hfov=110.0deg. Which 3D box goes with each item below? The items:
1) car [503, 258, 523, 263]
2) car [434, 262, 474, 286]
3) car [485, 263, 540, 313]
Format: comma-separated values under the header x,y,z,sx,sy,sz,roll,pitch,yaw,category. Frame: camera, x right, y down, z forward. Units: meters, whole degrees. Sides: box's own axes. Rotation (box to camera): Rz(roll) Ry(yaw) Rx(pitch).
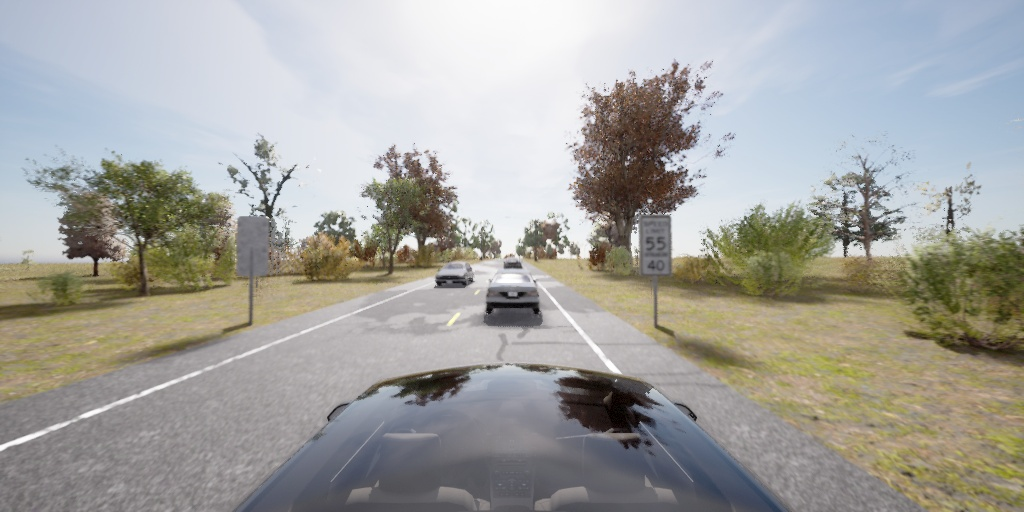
x,y,z,sx,sy,sz,roll,pitch,yaw,category
0.091,0.920,37.509,1.837,1.490,4.892,0,0,0,car
-3.525,1.085,23.013,2.033,1.411,5.357,0,0,1,car
0.039,1.176,13.362,2.033,1.411,5.357,0,1,1,car
